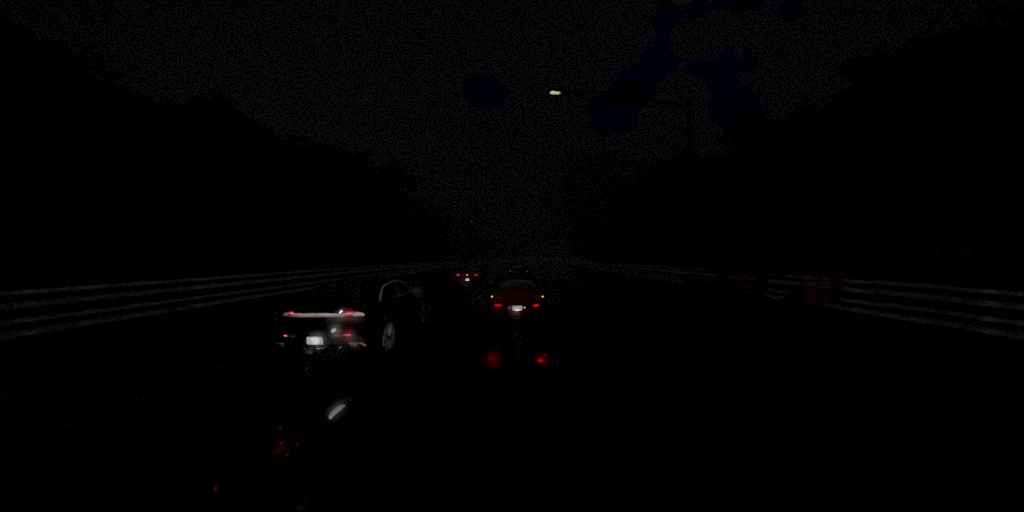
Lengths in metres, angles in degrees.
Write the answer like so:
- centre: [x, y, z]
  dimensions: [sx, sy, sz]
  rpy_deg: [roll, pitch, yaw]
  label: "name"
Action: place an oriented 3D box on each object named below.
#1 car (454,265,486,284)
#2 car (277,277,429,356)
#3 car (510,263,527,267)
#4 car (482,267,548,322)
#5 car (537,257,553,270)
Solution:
- centre: [-3.044, 1.357, 27.166]
  dimensions: [1.895, 1.301, 4.718]
  rpy_deg: [0, 0, 1]
  label: "car"
- centre: [-3.358, 1.236, 8.573]
  dimensions: [2.128, 1.511, 4.902]
  rpy_deg: [0, 0, 0]
  label: "car"
- centre: [0.529, 1.288, 29.592]
  dimensions: [1.812, 1.442, 4.674]
  rpy_deg: [0, 0, 2]
  label: "car"
- centre: [0.164, 1.271, 12.188]
  dimensions: [1.812, 1.442, 4.674]
  rpy_deg: [0, 0, 0]
  label: "car"
- centre: [5.105, 1.373, 57.101]
  dimensions: [2.128, 1.511, 4.902]
  rpy_deg: [0, 0, 3]
  label: "car"
